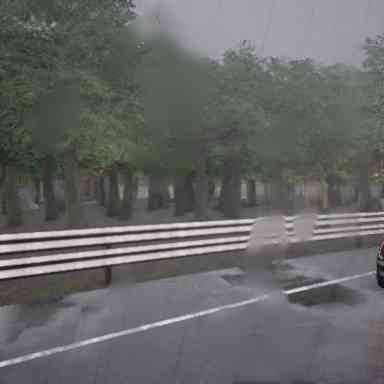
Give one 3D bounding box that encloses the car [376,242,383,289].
[{"bbox_3d":[6.321,1.328,7.601,4.553,1.767,2.097,0,0,-32],"label":"car"}]
